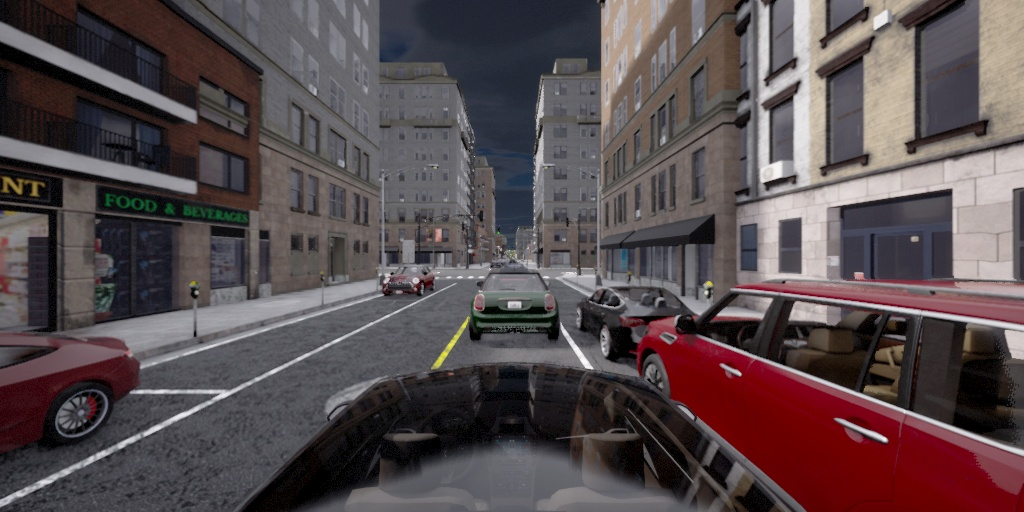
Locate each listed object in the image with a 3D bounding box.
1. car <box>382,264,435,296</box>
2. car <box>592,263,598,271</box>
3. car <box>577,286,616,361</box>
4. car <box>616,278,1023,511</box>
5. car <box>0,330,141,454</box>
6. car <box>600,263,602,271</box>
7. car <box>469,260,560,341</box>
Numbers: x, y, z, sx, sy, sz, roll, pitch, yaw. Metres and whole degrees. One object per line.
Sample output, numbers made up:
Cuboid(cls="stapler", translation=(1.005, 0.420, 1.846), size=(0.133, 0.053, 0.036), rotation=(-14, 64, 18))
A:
Cuboid(cls="car", translation=(-5.373, 1.198, 19.035), size=(1.967, 1.591, 4.097), rotation=(0, 0, 0))
Cuboid(cls="car", translation=(13.414, 1.193, 49.282), size=(4.553, 1.767, 2.097), rotation=(0, 0, 0))
Cuboid(cls="car", translation=(2.641, 1.317, 8.118), size=(1.948, 1.339, 4.313), rotation=(0, 0, 0))
Cuboid(cls="car", translation=(2.635, 1.065, 2.665), size=(2.192, 1.841, 5.009), rotation=(0, 0, 0))
Cuboid(cls="car", translation=(-5.389, 1.332, 2.675), size=(1.802, 1.307, 4.207), rotation=(0, 0, 0))
Cuboid(cls="car", translation=(14.250, 1.332, 46.043), size=(4.902, 1.511, 2.128), rotation=(0, 0, -2))
Cuboid(cls="car", translation=(0.038, 1.104, 10.062), size=(2.097, 1.767, 4.553), rotation=(0, 0, -1))
